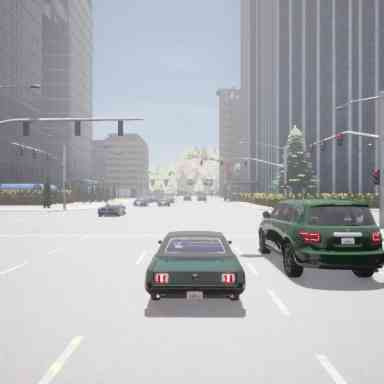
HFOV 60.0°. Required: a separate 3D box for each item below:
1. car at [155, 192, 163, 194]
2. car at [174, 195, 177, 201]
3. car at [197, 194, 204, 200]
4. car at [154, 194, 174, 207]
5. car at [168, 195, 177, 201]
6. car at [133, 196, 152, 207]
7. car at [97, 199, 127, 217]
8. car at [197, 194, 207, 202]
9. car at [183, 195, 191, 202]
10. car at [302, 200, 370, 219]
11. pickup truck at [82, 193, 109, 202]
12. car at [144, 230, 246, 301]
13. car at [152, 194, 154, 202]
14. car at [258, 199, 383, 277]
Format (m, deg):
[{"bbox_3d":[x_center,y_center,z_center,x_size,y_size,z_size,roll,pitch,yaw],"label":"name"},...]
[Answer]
[{"bbox_3d":[-8.170,1.058,81.736,2.150,2.045,5.566,0,0,-1],"label":"car"},{"bbox_3d":[-4.473,1.492,64.905,2.128,1.511,4.902,0,0,0],"label":"car"},{"bbox_3d":[2.227,1.386,89.046,1.882,1.535,5.008,0,0,-1],"label":"car"},{"bbox_3d":[-4.340,1.491,52.258,2.128,1.511,4.902,0,0,-1],"label":"car"},{"bbox_3d":[-4.649,1.443,80.288,1.882,1.535,5.008,0,0,-1],"label":"car"},{"bbox_3d":[-7.822,1.491,50.814,2.128,1.511,4.902,0,0,-1],"label":"car"},{"bbox_3d":[-7.430,1.601,31.129,1.895,1.301,4.718,0,0,-1],"label":"car"},{"bbox_3d":[2.373,1.348,78.765,2.097,1.767,4.553,0,0,-1],"label":"car"},{"bbox_3d":[-1.122,1.500,78.496,1.837,1.490,4.892,0,0,-1],"label":"car"},{"bbox_3d":[12.231,1.491,28.570,4.902,1.511,2.128,0,0,3],"label":"car"},{"bbox_3d":[-21.173,1.058,73.355,2.390,2.098,6.274,0,0,30],"label":"pickup truck"},{"bbox_3d":[0.074,1.601,8.301,1.895,1.301,4.718,0,0,0],"label":"car"},{"bbox_3d":[-7.975,1.563,67.826,1.994,1.385,4.181,0,0,-1],"label":"car"},{"bbox_3d":[3.585,1.221,10.330,2.150,2.045,5.566,0,0,0],"label":"car"}]
